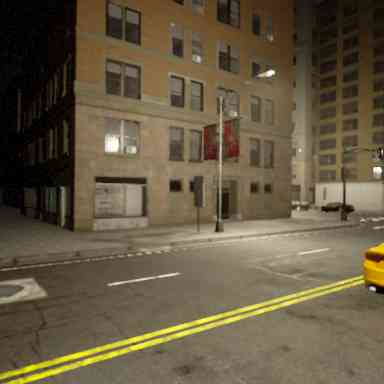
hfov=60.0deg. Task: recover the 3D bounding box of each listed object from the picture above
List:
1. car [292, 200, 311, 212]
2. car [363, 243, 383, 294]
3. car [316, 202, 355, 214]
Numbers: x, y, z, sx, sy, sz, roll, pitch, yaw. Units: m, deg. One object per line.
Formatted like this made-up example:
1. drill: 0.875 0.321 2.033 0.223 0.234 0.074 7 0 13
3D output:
1. car: 13.302 1.786 43.216 2.008 1.369 4.403 1 0 -35
2. car: 5.935 1.531 7.669 5.008 1.535 1.882 0 0 -35
3. car: 16.569 1.800 38.592 1.947 1.339 4.313 1 0 -35
